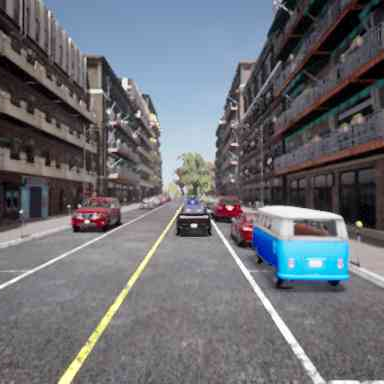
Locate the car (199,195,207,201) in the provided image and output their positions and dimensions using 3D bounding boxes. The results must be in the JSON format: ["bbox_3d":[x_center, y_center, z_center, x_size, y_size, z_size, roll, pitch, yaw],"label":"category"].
[{"bbox_3d":[2.699,1.465,82.717,1.947,1.339,4.313,1,0,0],"label":"car"}]

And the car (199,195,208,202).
[{"bbox_3d":[2.696,1.449,77.055,1.887,1.381,4.507,1,0,0],"label":"car"}]

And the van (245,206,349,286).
[{"bbox_3d":[2.703,1.327,9.114,1.690,1.788,3.998,1,0,0],"label":"van"}]

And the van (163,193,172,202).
[{"bbox_3d":[-5.685,1.246,77.092,1.690,1.788,3.998,1,0,0],"label":"van"}]

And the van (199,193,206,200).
[{"bbox_3d":[2.680,1.235,88.378,1.690,1.788,3.998,1,0,0],"label":"van"}]

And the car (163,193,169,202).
[{"bbox_3d":[-5.685,1.362,60.108,1.967,1.590,4.097,1,0,0],"label":"car"}]

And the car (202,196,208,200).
[{"bbox_3d":[2.696,1.492,43.085,2.008,1.369,4.403,1,0,0],"label":"car"}]

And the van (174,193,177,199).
[{"bbox_3d":[-5.687,1.230,94.077,1.690,1.788,3.998,1,0,0],"label":"van"}]

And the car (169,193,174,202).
[{"bbox_3d":[-5.684,1.225,71.432,2.192,1.841,5.009,1,0,0],"label":"car"}]

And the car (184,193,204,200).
[{"bbox_3d":[0.095,1.293,43.223,2.097,1.767,4.553,0,0,0],"label":"car"}]

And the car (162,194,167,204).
[{"bbox_3d":[-5.685,1.473,54.446,1.887,1.381,4.507,1,0,0],"label":"car"}]

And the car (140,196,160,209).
[{"bbox_3d":[-5.684,1.492,43.122,2.008,1.369,4.403,1,0,0],"label":"car"}]

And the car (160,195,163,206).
[{"bbox_3d":[-5.685,1.460,48.615,1.752,1.417,4.829,1,0,0],"label":"car"}]

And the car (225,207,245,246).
[{"bbox_3d":[2.699,1.560,14.776,1.802,1.307,4.206,1,0,0],"label":"car"}]

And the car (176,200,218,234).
[{"bbox_3d":[0.097,1.464,18.980,2.128,1.511,4.902,0,0,0],"label":"car"}]

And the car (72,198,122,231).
[{"bbox_3d":[-5.678,1.286,20.476,2.192,1.841,5.009,1,0,0],"label":"car"}]

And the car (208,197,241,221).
[{"bbox_3d":[2.702,1.279,26.099,2.192,1.841,5.009,1,0,0],"label":"car"}]
